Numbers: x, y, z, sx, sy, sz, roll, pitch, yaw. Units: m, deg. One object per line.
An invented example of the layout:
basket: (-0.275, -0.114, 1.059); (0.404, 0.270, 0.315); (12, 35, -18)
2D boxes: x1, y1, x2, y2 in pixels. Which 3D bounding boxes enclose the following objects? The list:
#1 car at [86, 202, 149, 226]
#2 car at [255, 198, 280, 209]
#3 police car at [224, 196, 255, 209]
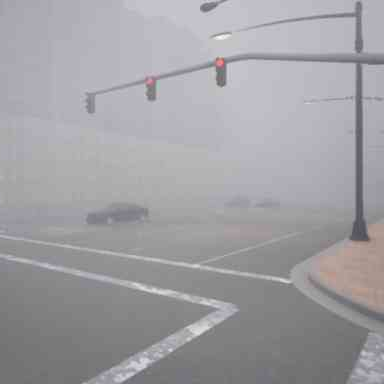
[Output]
car: (-5.244, 1.503, 23.902); (1.882, 1.535, 5.008); (0, 1, 36)
car: (10.349, 1.533, 45.388); (2.033, 1.411, 5.357); (0, 0, 36)
police car: (6.203, 1.423, 45.512); (1.930, 1.638, 5.238); (0, 0, 36)
